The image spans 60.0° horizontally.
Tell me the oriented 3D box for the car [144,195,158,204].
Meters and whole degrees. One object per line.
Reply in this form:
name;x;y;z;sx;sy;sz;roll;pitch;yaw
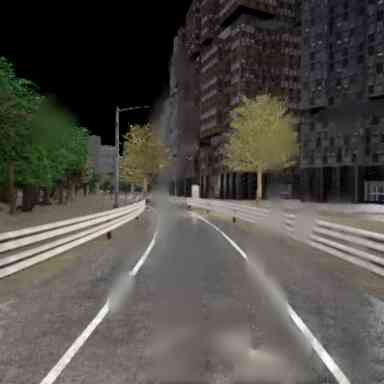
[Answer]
car;-7.370;1.343;58.808;2.128;1.511;4.902;0;0;-19
